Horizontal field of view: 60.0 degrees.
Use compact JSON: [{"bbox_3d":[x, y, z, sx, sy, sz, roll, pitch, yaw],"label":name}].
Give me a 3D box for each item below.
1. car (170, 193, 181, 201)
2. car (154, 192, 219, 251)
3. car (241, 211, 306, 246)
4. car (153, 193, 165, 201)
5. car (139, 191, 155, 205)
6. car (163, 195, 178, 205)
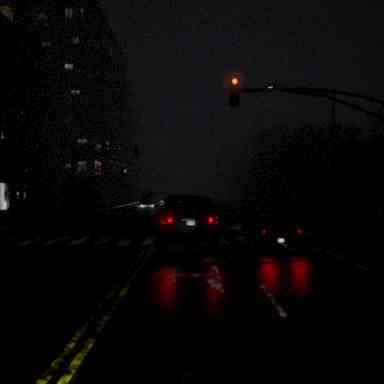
[{"bbox_3d":[-3.207,0.935,66.857,1.882,1.535,5.008,0,1,0],"label":"car"},{"bbox_3d":[-0.342,1.106,13.792,2.150,2.045,5.566,1,1,-6],"label":"car"},{"bbox_3d":[3.332,1.477,14.566,1.895,1.301,4.718,0,0,0],"label":"car"},{"bbox_3d":[-6.459,0.988,66.131,1.812,1.442,4.674,0,0,1],"label":"car"},{"bbox_3d":[-6.541,0.804,50.509,2.150,2.045,5.566,0,1,0],"label":"car"},{"bbox_3d":[-3.289,1.146,50.636,1.994,1.385,4.181,0,0,0],"label":"car"}]
